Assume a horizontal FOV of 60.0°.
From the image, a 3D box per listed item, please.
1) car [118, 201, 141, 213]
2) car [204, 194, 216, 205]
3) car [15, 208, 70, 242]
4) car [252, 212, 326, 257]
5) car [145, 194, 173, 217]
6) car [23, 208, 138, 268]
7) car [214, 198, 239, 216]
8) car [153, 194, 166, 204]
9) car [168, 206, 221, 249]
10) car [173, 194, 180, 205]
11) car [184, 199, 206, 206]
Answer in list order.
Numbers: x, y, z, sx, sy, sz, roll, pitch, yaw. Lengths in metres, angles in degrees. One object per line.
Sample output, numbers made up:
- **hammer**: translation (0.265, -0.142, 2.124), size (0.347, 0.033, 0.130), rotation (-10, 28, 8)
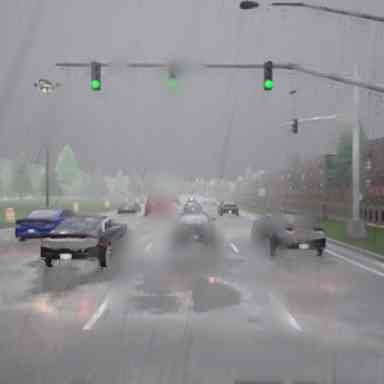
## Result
- **car**: translation (-6.906, 1.698, 37.008), size (1.994, 1.385, 4.181), rotation (0, 0, 0)
- **car**: translation (3.493, 1.454, 64.304), size (2.150, 2.045, 5.566), rotation (0, 0, 0)
- **car**: translation (-6.902, 1.539, 16.773), size (1.882, 1.535, 5.008), rotation (0, 0, 0)
- **car**: translation (3.599, 1.539, 13.099), size (2.128, 1.511, 4.902), rotation (0, 0, 0)
- **car**: translation (-3.403, 1.343, 33.458), size (2.150, 2.045, 5.566), rotation (0, 0, 0)
- **car**: translation (-3.401, 1.533, 11.387), size (2.128, 1.511, 4.902), rotation (0, 0, 0)
- **car**: translation (3.597, 1.628, 33.909), size (1.837, 1.490, 4.892), rotation (0, 0, 0)
- **car**: translation (-7.008, 1.486, 72.220), size (2.150, 2.045, 5.566), rotation (0, 0, 0)
- **car**: translation (0.099, 1.580, 14.801), size (1.812, 1.442, 4.674), rotation (0, 0, 0)
- **car**: translation (-3.507, 1.454, 64.304), size (2.150, 2.045, 5.566), rotation (0, 0, 0)
- **car**: translation (0.096, 1.689, 34.550), size (1.994, 1.385, 4.181), rotation (0, 0, 0)
